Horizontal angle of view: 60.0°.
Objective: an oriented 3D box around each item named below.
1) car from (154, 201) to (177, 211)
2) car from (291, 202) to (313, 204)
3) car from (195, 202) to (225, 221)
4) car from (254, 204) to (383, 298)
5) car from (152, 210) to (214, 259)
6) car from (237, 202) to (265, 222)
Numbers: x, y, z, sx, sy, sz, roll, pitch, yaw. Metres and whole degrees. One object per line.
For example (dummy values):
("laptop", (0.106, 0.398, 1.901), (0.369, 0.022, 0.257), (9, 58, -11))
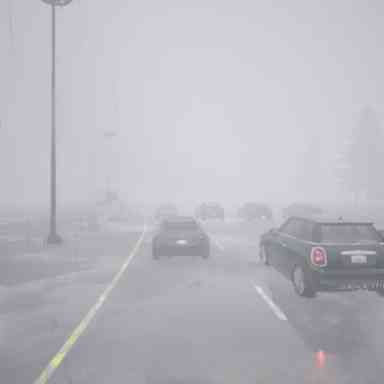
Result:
("car", (-2.442, 1.577, 30.382), (1.882, 1.535, 5.008), (0, 0, -9))
("car", (8.692, 1.584, 26.696), (1.837, 1.490, 4.892), (0, 0, -7))
("car", (1.431, 1.580, 28.055), (2.128, 1.511, 4.902), (0, 0, -8))
("car", (3.268, 1.378, 8.807), (2.097, 1.767, 4.553), (0, 0, -2))
("car", (-0.470, 1.606, 12.801), (1.994, 1.385, 4.181), (0, 0, -4))
("car", (5.061, 1.589, 27.411), (1.837, 1.490, 4.892), (0, 0, -8))
